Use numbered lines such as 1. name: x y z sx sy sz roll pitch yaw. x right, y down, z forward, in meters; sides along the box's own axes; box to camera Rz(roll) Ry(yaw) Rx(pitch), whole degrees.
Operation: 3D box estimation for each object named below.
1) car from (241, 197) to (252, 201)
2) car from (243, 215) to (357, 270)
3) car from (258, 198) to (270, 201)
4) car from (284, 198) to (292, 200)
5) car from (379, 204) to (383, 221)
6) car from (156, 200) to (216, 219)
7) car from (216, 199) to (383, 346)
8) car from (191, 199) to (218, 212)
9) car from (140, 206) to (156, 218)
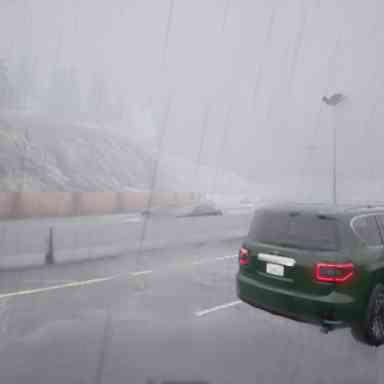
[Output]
1. car: 11.257 1.794 69.045 1.837 1.490 4.892 0 0 1
2. car: 4.085 1.655 12.118 4.718 1.301 1.895 0 0 -43
3. car: 14.745 1.851 67.750 1.994 1.385 4.181 0 0 1
4. car: 17.612 1.796 60.809 1.812 1.442 4.674 0 0 9
5. car: 17.128 1.718 28.338 1.895 1.301 4.718 0 0 32
6. car: 0.115 1.589 23.365 1.882 1.535 5.008 0 0 42
7. car: 3.273 1.251 6.692 5.566 2.045 2.150 0 0 -41
8. car: 1.724 1.714 44.219 1.837 1.490 4.892 0 0 25
9. car: -2.339 1.699 31.133 2.033 1.411 5.357 0 0 39
